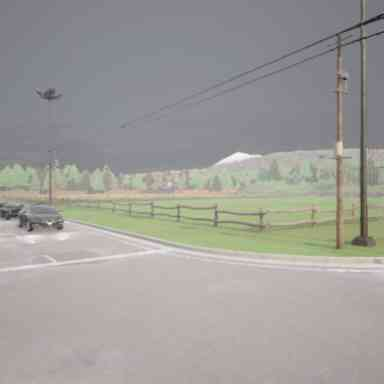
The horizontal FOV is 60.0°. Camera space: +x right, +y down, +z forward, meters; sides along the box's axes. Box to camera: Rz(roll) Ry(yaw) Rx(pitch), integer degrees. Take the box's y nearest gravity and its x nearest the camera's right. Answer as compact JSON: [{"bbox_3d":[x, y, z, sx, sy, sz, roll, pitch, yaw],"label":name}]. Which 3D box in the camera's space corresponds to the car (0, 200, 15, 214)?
[{"bbox_3d":[-20.426,1.572,35.675,1.895,1.301,4.718,-1,0,-36],"label":"car"}]

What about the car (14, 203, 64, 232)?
[{"bbox_3d":[-9.168,1.474,20.100,1.837,1.490,4.892,-1,0,-36],"label":"car"}]

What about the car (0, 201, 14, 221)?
[{"bbox_3d":[-14.592,1.571,27.601,1.895,1.301,4.718,-1,0,-36],"label":"car"}]
